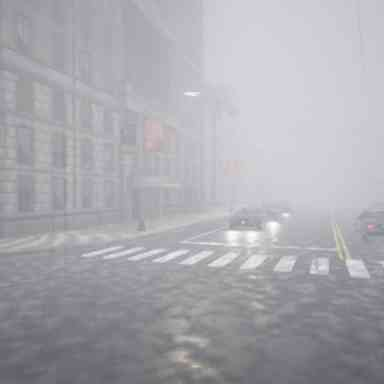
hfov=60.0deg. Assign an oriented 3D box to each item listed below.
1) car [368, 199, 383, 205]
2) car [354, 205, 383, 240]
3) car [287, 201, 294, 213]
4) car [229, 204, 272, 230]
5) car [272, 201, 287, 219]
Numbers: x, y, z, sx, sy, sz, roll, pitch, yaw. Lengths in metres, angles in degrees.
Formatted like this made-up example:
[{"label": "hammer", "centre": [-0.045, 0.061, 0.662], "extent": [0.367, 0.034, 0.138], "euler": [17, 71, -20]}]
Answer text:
[{"label": "car", "centre": [23.377, 1.607, 41.825], "extent": [1.812, 1.442, 4.674], "euler": [-1, 0, 22]}, {"label": "car", "centre": [9.479, 1.583, 16.945], "extent": [2.033, 1.411, 5.357], "euler": [-1, 0, 22]}, {"label": "car", "centre": [10.993, 1.767, 39.799], "extent": [1.994, 1.385, 4.181], "euler": [-1, 0, 23]}, {"label": "car", "centre": [3.919, 1.706, 22.450], "extent": [1.994, 1.385, 4.181], "euler": [-1, 0, 22]}, {"label": "car", "centre": [7.209, 1.772, 30.622], "extent": [1.895, 1.301, 4.718], "euler": [-1, 0, 22]}]
